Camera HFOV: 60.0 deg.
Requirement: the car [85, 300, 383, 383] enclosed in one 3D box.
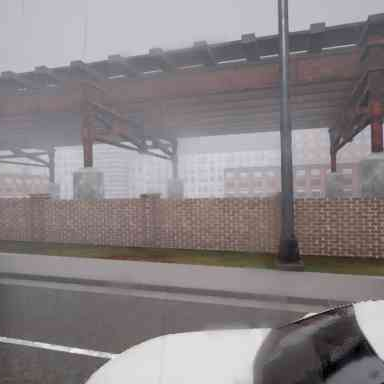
[{"bbox_3d":[1.414,1.524,2.082,4.674,1.442,1.812,0,0,16],"label":"car"}]
